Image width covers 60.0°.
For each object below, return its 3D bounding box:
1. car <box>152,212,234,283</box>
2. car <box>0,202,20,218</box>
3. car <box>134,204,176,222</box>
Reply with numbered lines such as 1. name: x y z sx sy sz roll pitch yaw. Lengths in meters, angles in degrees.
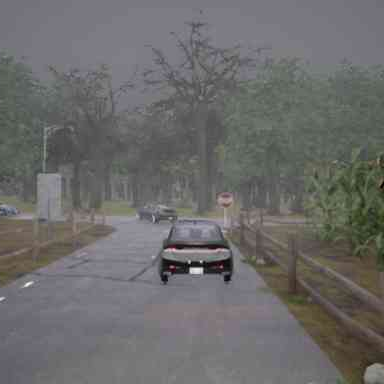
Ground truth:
1. car: 0.098 1.579 9.926 2.128 1.511 4.902 0 0 0
2. car: -17.342 1.391 28.546 4.674 1.442 1.812 1 -1 0
3. car: -3.017 1.711 27.199 1.837 1.490 4.892 3 -1 -35
